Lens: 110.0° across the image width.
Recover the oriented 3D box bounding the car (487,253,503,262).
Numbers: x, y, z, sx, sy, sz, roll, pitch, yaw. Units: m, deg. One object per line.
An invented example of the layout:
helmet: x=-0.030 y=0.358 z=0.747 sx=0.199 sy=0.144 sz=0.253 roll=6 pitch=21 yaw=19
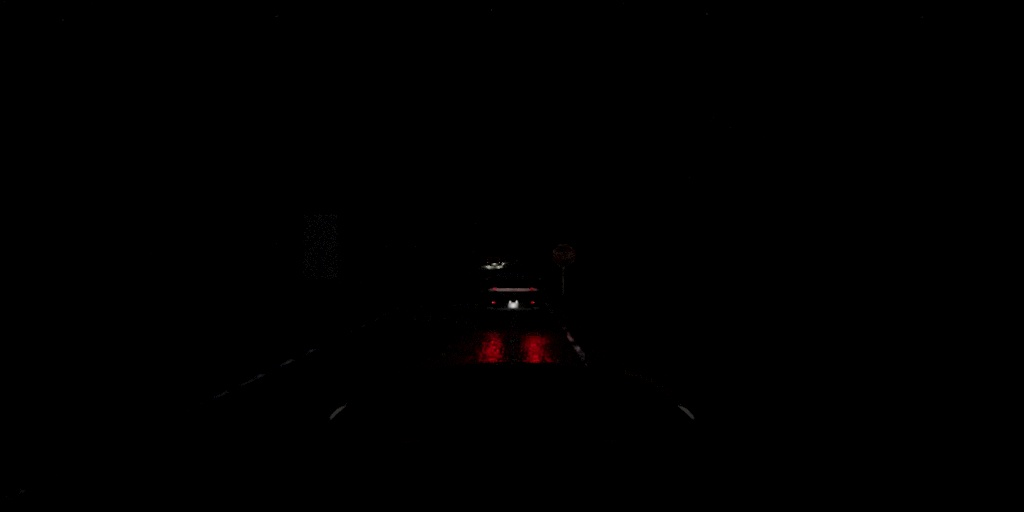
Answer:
car: x=-2.777 y=0.481 z=57.142 sx=2.150 sy=2.045 sz=5.566 roll=0 pitch=1 yaw=1

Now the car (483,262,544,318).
car: x=0.054 y=1.149 z=12.462 sx=2.128 sy=1.511 sz=4.902 roll=0 pitch=0 yaw=0
